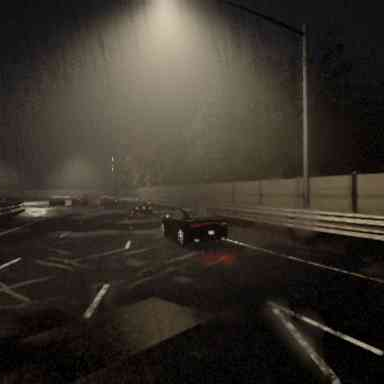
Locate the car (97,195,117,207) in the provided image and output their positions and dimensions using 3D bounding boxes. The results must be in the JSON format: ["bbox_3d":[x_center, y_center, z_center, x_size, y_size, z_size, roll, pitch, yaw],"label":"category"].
[{"bbox_3d":[-13.124,1.605,52.286,1.994,1.385,4.181,0,0,-25],"label":"car"}]

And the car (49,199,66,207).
[{"bbox_3d":[-21.539,1.695,53.137,1.895,1.301,4.718,0,0,-32],"label":"car"}]

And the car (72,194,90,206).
[{"bbox_3d":[-18.505,1.564,54.882,2.128,1.511,4.902,0,0,-32],"label":"car"}]

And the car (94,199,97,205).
[{"bbox_3d":[-15.152,1.526,56.257,1.882,1.535,5.008,0,0,-33],"label":"car"}]

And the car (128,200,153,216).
[{"bbox_3d":[-5.256,1.552,33.397,2.033,1.411,5.357,0,0,-18],"label":"car"}]

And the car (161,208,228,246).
[{"bbox_3d":[-0.054,1.463,15.484,1.882,1.535,5.008,-1,0,-19],"label":"car"}]
